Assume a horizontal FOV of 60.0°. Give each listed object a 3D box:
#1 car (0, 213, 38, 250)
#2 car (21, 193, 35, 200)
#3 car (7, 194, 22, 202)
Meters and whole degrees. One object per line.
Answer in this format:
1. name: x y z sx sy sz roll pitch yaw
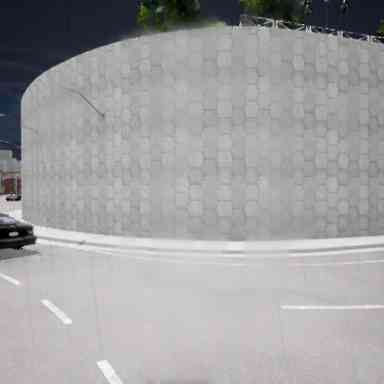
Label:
1. car: -8.083 1.450 12.523 5.357 1.411 2.033 0 1 33
2. car: -35.863 0.992 72.799 1.994 1.385 4.181 0 0 -14
3. car: -33.401 1.069 62.970 1.994 1.385 4.181 0 0 -14
